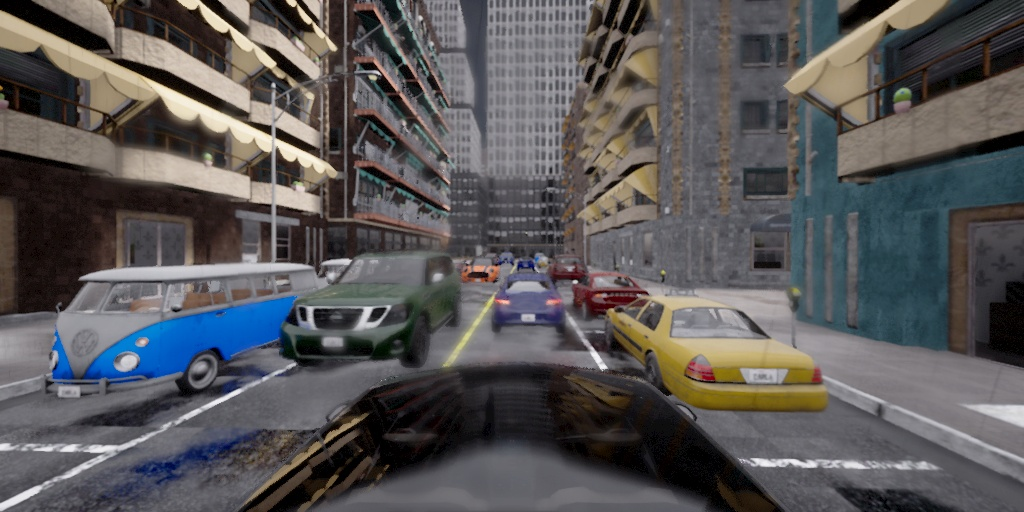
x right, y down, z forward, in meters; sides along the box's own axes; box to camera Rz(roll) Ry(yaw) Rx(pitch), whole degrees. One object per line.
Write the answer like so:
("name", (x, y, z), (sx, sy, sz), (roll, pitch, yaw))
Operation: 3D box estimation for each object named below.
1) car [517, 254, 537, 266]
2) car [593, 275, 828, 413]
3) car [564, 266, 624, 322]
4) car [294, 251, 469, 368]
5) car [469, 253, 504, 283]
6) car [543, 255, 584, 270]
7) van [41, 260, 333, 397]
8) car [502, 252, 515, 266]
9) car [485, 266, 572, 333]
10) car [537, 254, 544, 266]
("car", (1.540, 0.825, 40.001), (1.882, 1.535, 5.008), (0, 1, 2))
("car", (2.787, 1.230, 6.174), (1.751, 1.417, 4.829), (0, 0, 2))
("car", (2.984, 1.190, 11.641), (1.888, 1.381, 4.507), (0, 0, 2))
("car", (-2.559, 0.902, 8.111), (2.150, 2.045, 5.566), (0, 1, 2))
("car", (-1.949, 0.864, 23.946), (2.097, 1.767, 4.553), (0, 1, 2))
("car", (3.392, 0.841, 22.913), (2.192, 1.841, 5.009), (0, 0, 2))
("van", (-5.095, 1.039, 6.288), (1.690, 1.789, 3.998), (0, 0, 2))
("car", (-0.795, 0.420, 54.980), (2.150, 2.045, 5.566), (0, 0, 3))
("car", (0.464, 1.184, 10.280), (1.812, 1.442, 4.674), (0, 1, 2))
("car", (4.214, 0.819, 45.628), (1.751, 1.417, 4.829), (0, 0, 2))
